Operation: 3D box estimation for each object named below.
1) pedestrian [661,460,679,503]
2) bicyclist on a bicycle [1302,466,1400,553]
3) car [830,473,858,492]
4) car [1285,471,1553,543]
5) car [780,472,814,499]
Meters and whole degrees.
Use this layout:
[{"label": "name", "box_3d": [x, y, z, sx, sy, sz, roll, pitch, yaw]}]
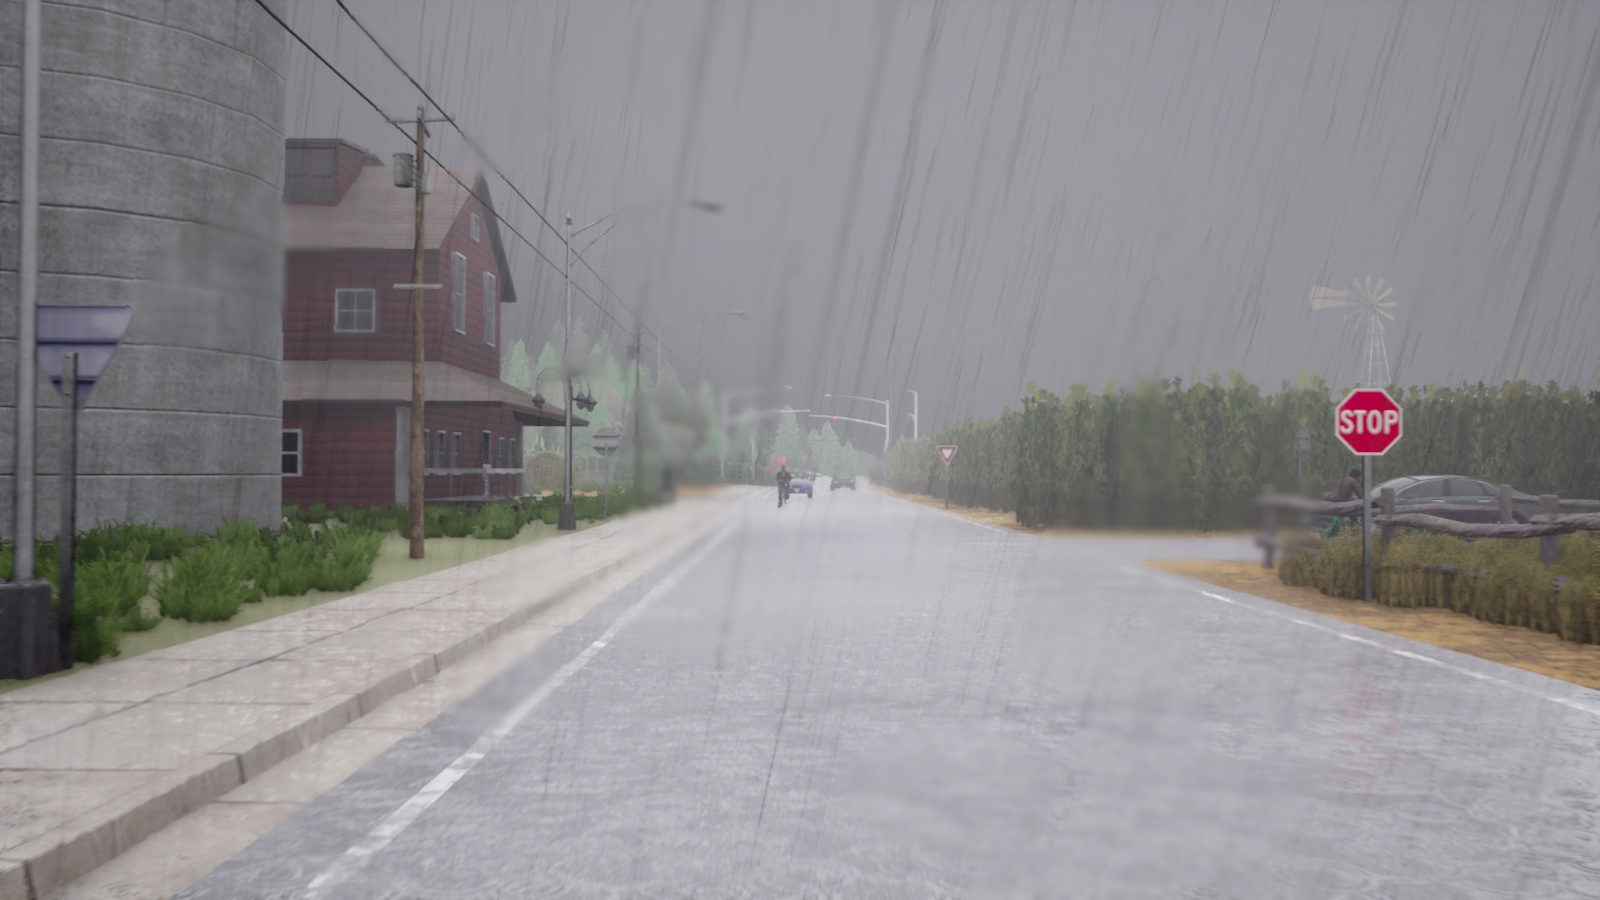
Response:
[{"label": "pedestrian", "box_3d": [-5.596, 1.343, 54.129, 0.720, 1.854, 0.376, 0, -1, 5]}, {"label": "bicyclist on a bicycle", "box_3d": [10.380, 1.106, 23.664, 1.656, 1.620, 0.582, 0, 0, -11]}, {"label": "car", "box_3d": [3.276, 2.403, 93.306, 1.895, 1.301, 4.718, 0, -1, 0]}, {"label": "car", "box_3d": [13.336, 1.205, 27.247, 4.892, 1.490, 1.837, 0, -1, 0]}, {"label": "car", "box_3d": [-0.170, 1.957, 70.163, 1.816, 1.474, 4.193, 0, -1, 0]}]
